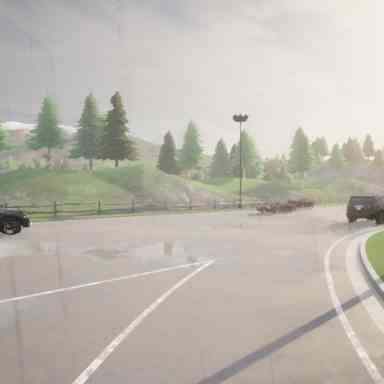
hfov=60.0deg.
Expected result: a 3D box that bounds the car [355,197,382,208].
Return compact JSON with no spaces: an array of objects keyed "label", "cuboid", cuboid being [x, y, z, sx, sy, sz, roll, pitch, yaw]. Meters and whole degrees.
[{"label":"car","cuboid":[27.022,1.565,50.878,5.357,1.411,2.033,0,0,-42]}]

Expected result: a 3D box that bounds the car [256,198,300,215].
[{"label":"car","cuboid":[8.851,1.612,34.585,4.718,1.301,1.895,0,0,-42]}]

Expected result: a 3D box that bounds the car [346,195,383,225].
[{"label":"car","cuboid":[13.437,1.231,24.593,5.566,2.045,2.150,0,0,-42]}]

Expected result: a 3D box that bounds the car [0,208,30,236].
[{"label":"car","cuboid":[-11.202,1.228,16.599,5.566,2.045,2.150,0,0,-42]}]

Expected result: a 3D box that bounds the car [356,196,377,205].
[{"label":"car","cuboid":[31.158,1.546,59.284,4.674,1.442,1.812,0,0,-42]}]

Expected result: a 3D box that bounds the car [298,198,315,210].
[{"label":"car","cuboid":[14.571,1.493,44.417,5.008,1.535,1.882,1,0,-42]}]
